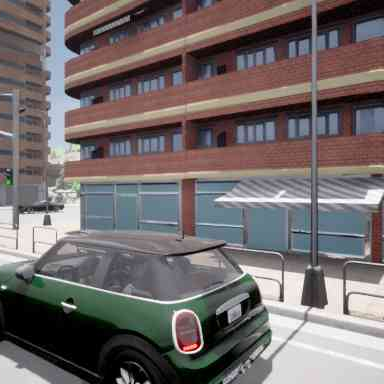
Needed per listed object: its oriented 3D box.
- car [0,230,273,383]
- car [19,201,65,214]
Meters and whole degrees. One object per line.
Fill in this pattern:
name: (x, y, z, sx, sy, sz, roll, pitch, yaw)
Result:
car: (-1.261, 1.352, 4.892, 4.553, 1.767, 2.097, 0, 0, 36)
car: (-16.269, 1.601, 35.696, 1.895, 1.301, 4.718, 0, 0, 36)
